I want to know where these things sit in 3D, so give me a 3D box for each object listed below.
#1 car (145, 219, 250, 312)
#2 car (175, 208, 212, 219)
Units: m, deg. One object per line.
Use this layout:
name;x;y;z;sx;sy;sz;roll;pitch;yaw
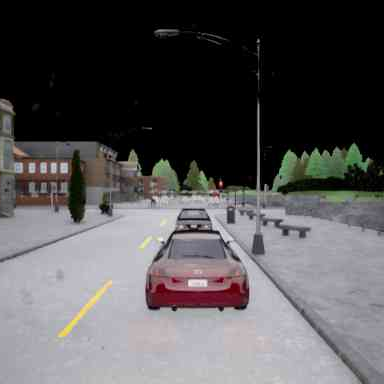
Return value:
car;0.091;1.562;7.819;1.994;1.385;4.181;0;0;0
car;0.074;1.543;17.055;2.033;1.411;5.357;0;0;0
